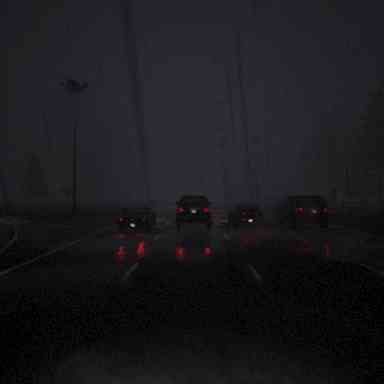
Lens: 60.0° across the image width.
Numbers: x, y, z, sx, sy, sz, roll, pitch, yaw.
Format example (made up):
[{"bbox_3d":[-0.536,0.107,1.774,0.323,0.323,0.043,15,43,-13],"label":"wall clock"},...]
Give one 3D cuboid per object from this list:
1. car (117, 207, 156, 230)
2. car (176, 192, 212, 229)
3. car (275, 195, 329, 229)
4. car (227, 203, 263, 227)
[{"bbox_3d":[-3.397,1.601,21.288,1.895,1.301,4.718,0,0,0],"label":"car"},{"bbox_3d":[0.103,1.222,21.938,2.150,2.045,5.566,0,0,0],"label":"car"},{"bbox_3d":[7.102,1.222,21.985,2.150,2.045,5.566,0,0,0],"label":"car"},{"bbox_3d":[3.603,1.505,22.847,1.837,1.490,4.892,0,0,0],"label":"car"}]
